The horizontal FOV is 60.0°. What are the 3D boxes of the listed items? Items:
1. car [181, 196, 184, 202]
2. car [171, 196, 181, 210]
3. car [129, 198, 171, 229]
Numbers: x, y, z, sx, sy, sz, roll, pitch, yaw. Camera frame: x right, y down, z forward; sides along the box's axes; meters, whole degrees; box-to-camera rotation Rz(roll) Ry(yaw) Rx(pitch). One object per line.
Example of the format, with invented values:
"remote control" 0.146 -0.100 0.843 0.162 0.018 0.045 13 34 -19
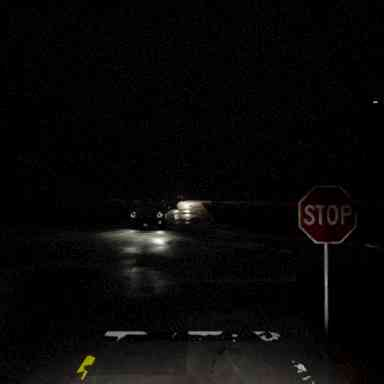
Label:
"car" -2.673 1.596 75.798 2.033 1.411 5.357 0 0 0
"car" -2.707 1.574 42.303 1.837 1.490 4.892 0 0 0
"car" -2.727 1.344 21.802 2.097 1.767 4.553 1 0 0
